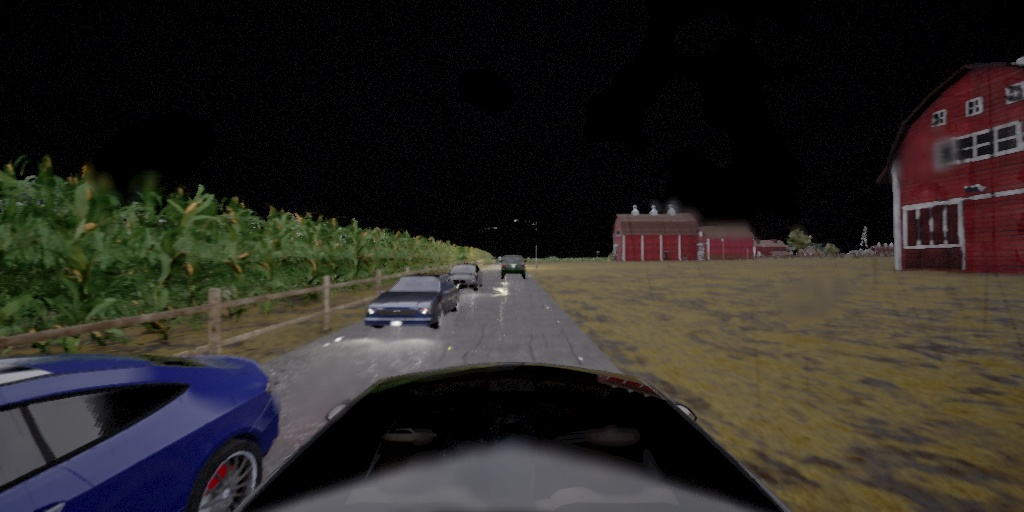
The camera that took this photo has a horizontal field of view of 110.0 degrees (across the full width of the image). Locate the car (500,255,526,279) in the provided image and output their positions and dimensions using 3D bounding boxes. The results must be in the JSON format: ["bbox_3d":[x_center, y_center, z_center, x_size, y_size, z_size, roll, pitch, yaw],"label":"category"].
[{"bbox_3d":[0.109,0.933,32.340,2.150,2.045,5.566,0,0,0],"label":"car"}]

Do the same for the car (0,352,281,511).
[{"bbox_3d":[-2.854,1.272,1.209,1.812,1.442,4.674,0,0,0],"label":"car"}]

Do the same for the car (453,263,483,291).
[{"bbox_3d":[-2.798,1.227,21.559,1.837,1.490,4.892,0,0,0],"label":"car"}]

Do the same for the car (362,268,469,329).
[{"bbox_3d":[-2.845,1.286,11.538,2.033,1.411,5.357,0,0,1],"label":"car"}]
